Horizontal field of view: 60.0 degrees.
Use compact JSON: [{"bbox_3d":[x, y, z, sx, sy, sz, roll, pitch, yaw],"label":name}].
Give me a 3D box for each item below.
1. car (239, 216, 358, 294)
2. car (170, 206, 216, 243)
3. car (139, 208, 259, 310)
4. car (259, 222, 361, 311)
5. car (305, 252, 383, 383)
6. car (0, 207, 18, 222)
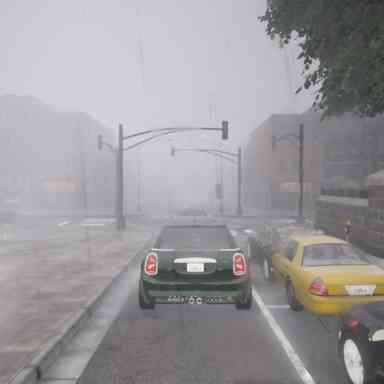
[{"bbox_3d":[2.665,1.548,9.579,2.008,1.369,4.403,-1,0,0],"label":"car"},{"bbox_3d":[0.036,1.555,17.420,2.033,1.411,5.357,0,0,0],"label":"car"},{"bbox_3d":[0.077,1.350,7.986,2.097,1.767,4.553,0,0,0],"label":"car"},{"bbox_3d":[2.685,1.523,7.605,1.752,1.417,4.829,-1,0,0],"label":"car"},{"bbox_3d":[2.625,1.550,2.443,2.008,1.369,4.403,-1,0,0],"label":"car"},{"bbox_3d":[-14.725,1.426,23.080,4.892,1.490,1.837,1,1,0],"label":"car"}]
